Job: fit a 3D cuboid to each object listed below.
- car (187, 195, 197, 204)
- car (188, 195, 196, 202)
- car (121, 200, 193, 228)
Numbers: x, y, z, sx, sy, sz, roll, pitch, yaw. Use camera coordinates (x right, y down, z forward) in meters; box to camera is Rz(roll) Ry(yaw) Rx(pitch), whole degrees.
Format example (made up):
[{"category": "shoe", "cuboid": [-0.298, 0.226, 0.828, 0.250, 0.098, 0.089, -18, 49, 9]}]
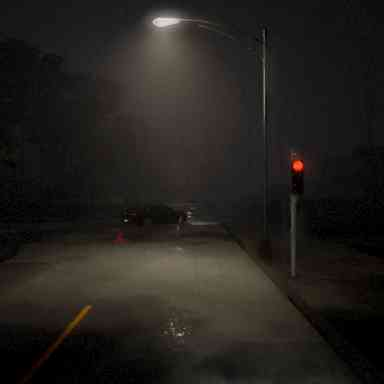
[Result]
[{"category": "car", "cuboid": [0.057, 1.546, 65.024, 2.033, 1.411, 5.357, 0, 0, 0]}, {"category": "car", "cuboid": [-0.061, 1.522, 77.705, 1.812, 1.442, 4.674, 0, 0, 0]}, {"category": "car", "cuboid": [-2.434, 1.505, 22.277, 1.837, 1.490, 4.892, 3, 2, 43]}]
